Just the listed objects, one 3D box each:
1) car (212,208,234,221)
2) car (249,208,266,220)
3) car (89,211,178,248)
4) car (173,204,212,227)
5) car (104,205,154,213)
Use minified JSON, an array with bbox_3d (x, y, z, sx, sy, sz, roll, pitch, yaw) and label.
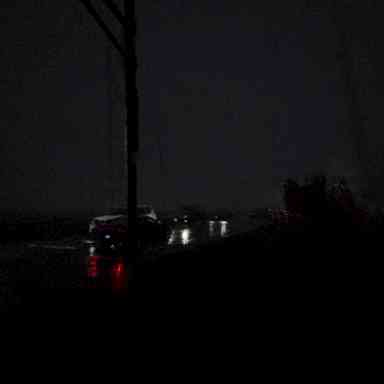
[{"bbox_3d":[3.827,2.784,41.282,1.837,1.490,4.892,-1,-2,24],"label":"car"},{"bbox_3d":[8.974,2.868,43.764,2.033,1.411,5.357,-1,-2,25],"label":"car"},{"bbox_3d":[-2.867,1.970,17.543,1.882,1.535,5.008,-3,-3,24],"label":"car"},{"bbox_3d":[-0.336,2.209,32.043,2.150,2.045,5.566,-1,-2,24],"label":"car"},{"bbox_3d":[-4.508,1.915,22.735,2.150,2.045,5.566,-1,-2,24],"label":"car"}]
